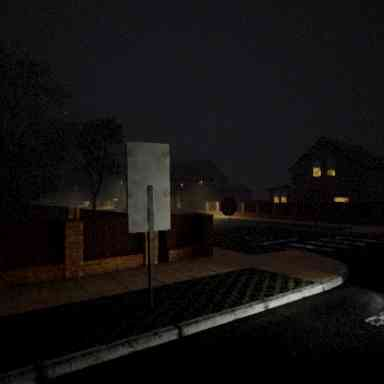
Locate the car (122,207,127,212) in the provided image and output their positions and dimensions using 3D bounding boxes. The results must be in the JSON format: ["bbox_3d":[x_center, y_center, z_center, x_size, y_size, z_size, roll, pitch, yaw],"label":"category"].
[{"bbox_3d":[-7.247,2.208,41.855,1.882,1.535,5.008,-1,0,-31],"label":"car"}]
